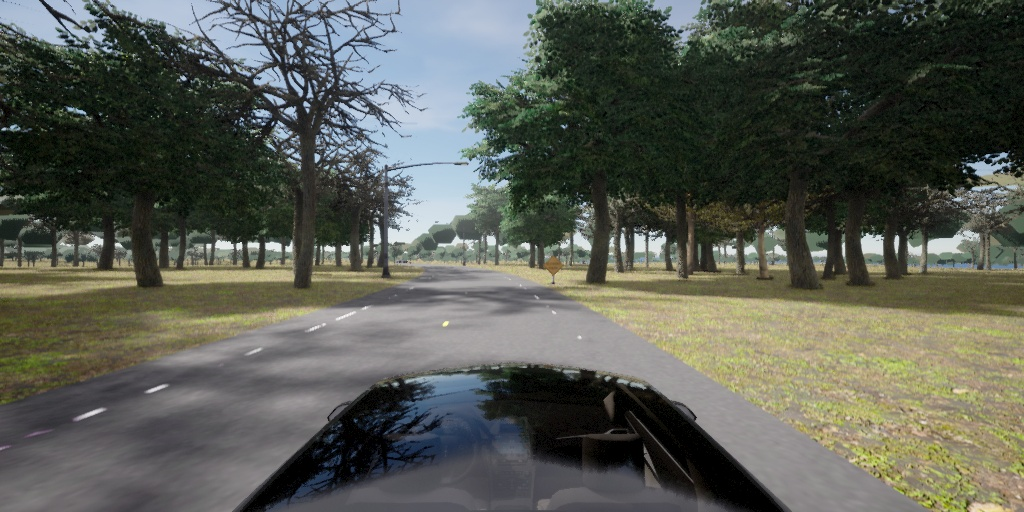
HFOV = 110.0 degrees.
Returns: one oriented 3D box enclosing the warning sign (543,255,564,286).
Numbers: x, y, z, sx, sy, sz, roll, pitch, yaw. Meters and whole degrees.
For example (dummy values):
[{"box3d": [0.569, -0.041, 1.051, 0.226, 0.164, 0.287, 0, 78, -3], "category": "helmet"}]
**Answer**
[{"box3d": [2.593, 0.884, 22.505, 1.300, 1.860, 1.060, 0, 0, -5], "category": "warning sign"}]
